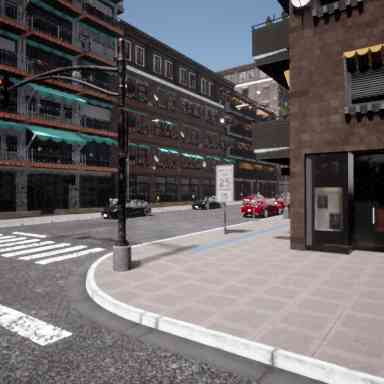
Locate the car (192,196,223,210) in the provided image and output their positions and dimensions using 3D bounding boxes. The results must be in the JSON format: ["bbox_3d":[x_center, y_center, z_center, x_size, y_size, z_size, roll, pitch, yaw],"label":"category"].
[{"bbox_3d":[1.707,1.081,34.700,1.947,1.339,4.313,1,1,35],"label":"car"}]

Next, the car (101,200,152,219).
[{"bbox_3d":[-4.932,1.264,25.524,1.947,1.339,4.313,1,1,35],"label":"car"}]

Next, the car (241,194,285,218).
[{"bbox_3d":[5.322,1.118,25.162,1.887,1.381,4.507,1,1,35],"label":"car"}]

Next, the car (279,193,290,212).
[{"bbox_3d":[8.531,1.065,29.827,1.802,1.307,4.206,1,1,35],"label":"car"}]
